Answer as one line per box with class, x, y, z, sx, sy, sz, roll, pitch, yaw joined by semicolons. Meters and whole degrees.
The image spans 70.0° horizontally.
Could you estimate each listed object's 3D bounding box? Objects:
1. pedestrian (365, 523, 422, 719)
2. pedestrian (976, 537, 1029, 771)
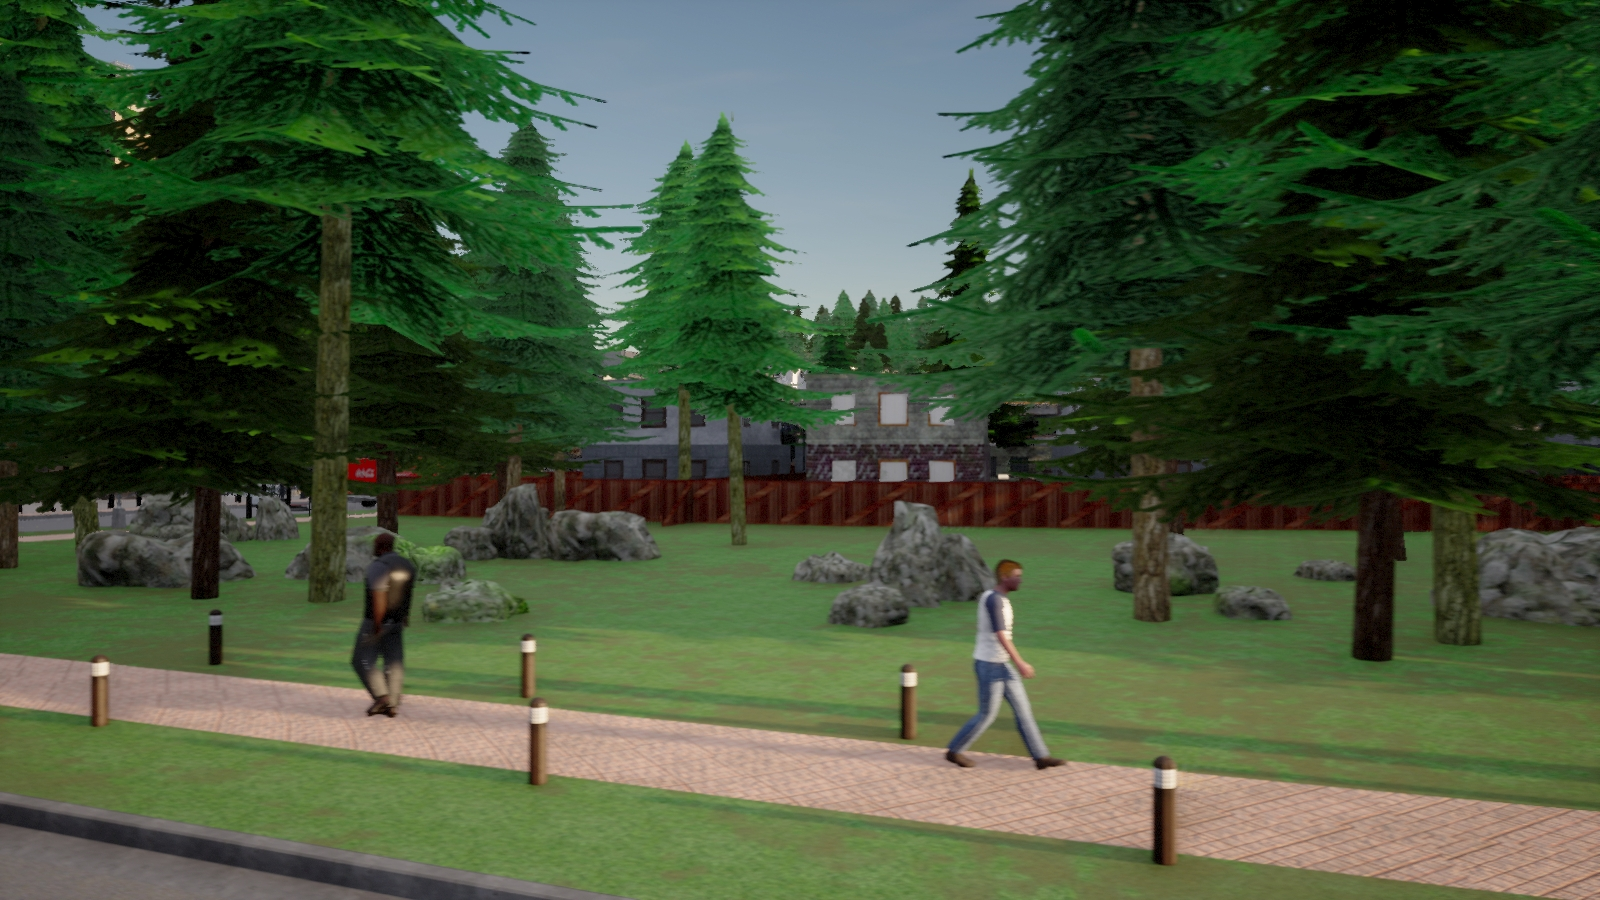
pedestrian;-4.002;1.667;11.264;0.375;1.860;0.375;0;0;23
pedestrian;1.682;1.668;9.476;0.375;1.860;0.375;0;0;19
